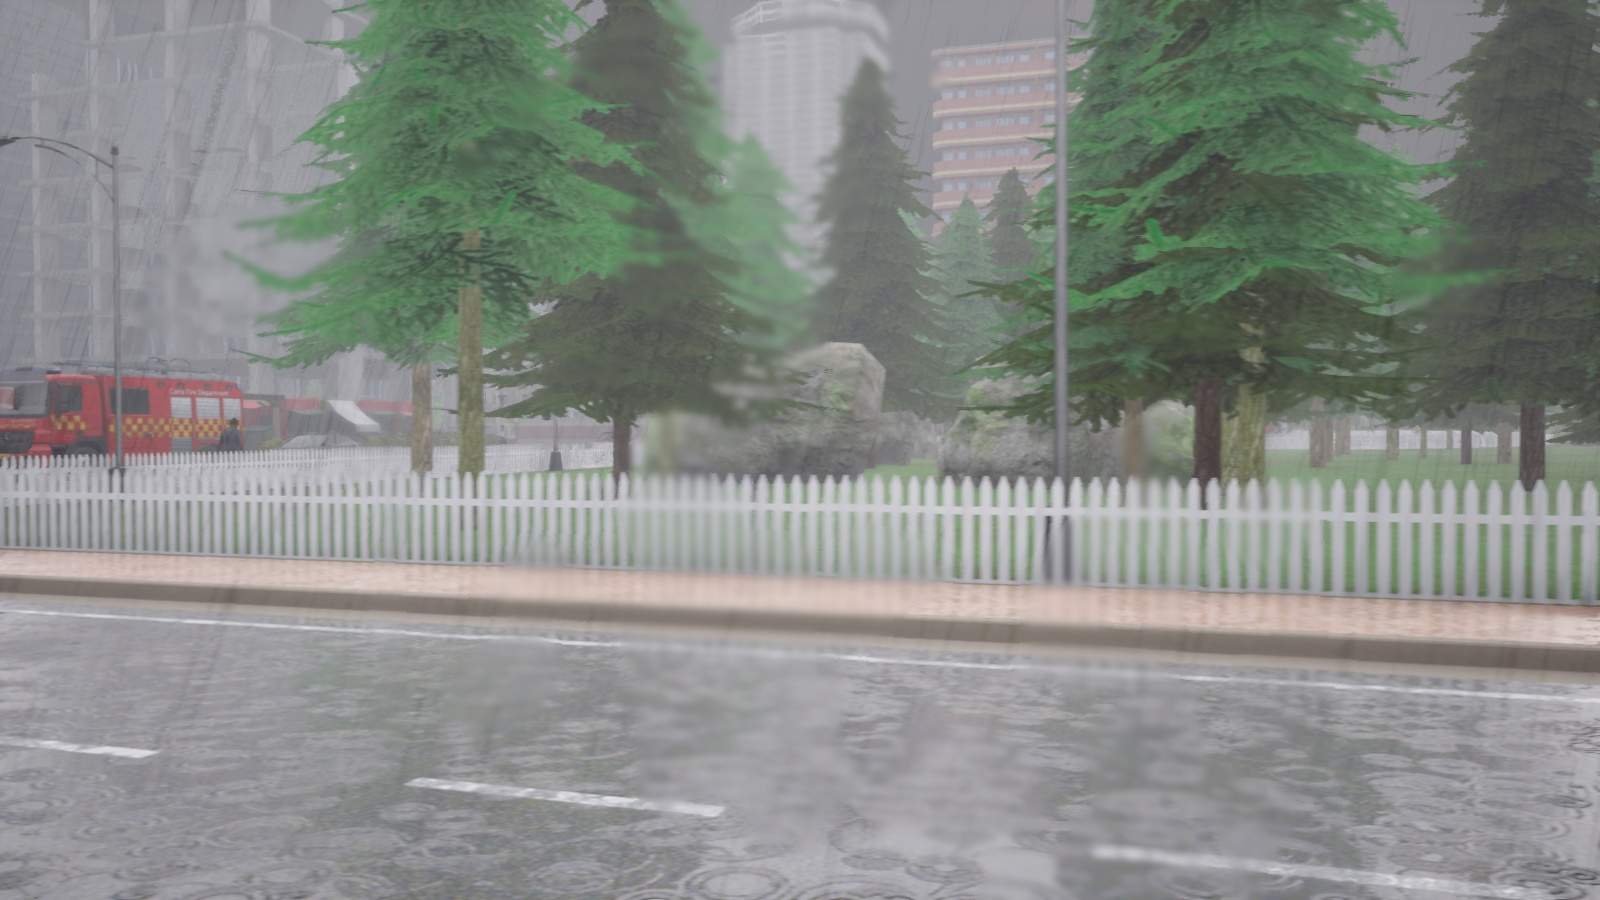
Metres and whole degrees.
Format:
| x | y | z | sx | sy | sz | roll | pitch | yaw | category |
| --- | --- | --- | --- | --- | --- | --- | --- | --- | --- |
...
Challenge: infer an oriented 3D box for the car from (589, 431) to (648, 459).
| x | y | z | sx | sy | sz | roll | pitch | yaw | category |
| --- | --- | --- | --- | --- | --- | --- | --- | --- | --- |
| -10.028 | -0.312 | 69.621 | 1.845 | 1.501 | 3.633 | 0 | 1 | 17 | car |

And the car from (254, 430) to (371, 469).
| x | y | z | sx | sy | sz | roll | pitch | yaw | category |
| --- | --- | --- | --- | --- | --- | --- | --- | --- | --- |
| -19.616 | -0.061 | 50.794 | 2.163 | 1.488 | 4.792 | 0 | 1 | 11 | car |

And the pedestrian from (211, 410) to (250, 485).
| x | y | z | sx | sy | sz | roll | pitch | yaw | category |
| --- | --- | --- | --- | --- | --- | --- | --- | --- | --- |
| -14.078 | -0.065 | 31.068 | 0.540 | 1.848 | 0.694 | 0 | 1 | 17 | pedestrian |

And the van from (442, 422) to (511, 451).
| x | y | z | sx | sy | sz | roll | pitch | yaw | category |
| --- | --- | --- | --- | --- | --- | --- | --- | --- | --- |
| -22.842 | -0.983 | 88.699 | 4.442 | 1.987 | 1.775 | 0 | 1 | 17 | van |

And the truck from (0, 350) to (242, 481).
| x | y | z | sx | sy | sz | roll | pitch | yaw | category |
| --- | --- | --- | --- | --- | --- | --- | --- | --- | --- |
| -22.499 | -1.080 | 41.055 | 2.891 | 3.827 | 8.468 | 0 | 1 | 17 | truck |
